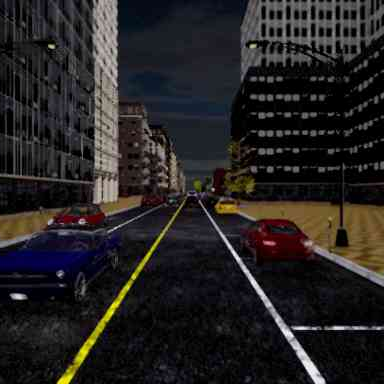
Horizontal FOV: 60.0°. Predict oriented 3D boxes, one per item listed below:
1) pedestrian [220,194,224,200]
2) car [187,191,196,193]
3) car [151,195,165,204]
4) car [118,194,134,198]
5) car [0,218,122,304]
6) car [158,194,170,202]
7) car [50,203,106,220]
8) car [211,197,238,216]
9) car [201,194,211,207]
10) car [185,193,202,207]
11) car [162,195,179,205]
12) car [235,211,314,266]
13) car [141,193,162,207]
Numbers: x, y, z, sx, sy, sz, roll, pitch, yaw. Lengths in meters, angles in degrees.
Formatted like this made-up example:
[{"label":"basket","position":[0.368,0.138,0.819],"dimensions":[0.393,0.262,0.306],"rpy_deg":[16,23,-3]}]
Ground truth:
[{"label":"pedestrian","position":[2.999,1.108,32.760],"dimensions":[0.375,1.860,0.375],"rpy_deg":[0,0,0]},{"label":"car","position":[-0.002,0.887,62.065],"dimensions":[2.150,2.045,5.566],"rpy_deg":[0,0,0]},{"label":"car","position":[-5.689,1.238,56.537],"dimensions":[1.887,1.381,4.507],"rpy_deg":[0,0,0]},{"label":"car","position":[-17.469,1.071,88.699],"dimensions":[4.206,1.307,1.802],"rpy_deg":[0,0,0]},{"label":"car","position":[-3.101,1.553,8.152],"dimensions":[1.895,1.301,4.718],"rpy_deg":[0,0,0]},{"label":"car","position":[-5.690,1.205,67.914],"dimensions":[1.947,1.339,4.313],"rpy_deg":[0,0,0]},{"label":"car","position":[-5.686,1.343,16.713],"dimensions":[1.967,1.590,4.097],"rpy_deg":[0,0,0]},{"label":"car","position":[2.999,1.286,29.764],"dimensions":[1.801,1.575,5.366],"rpy_deg":[0,0,0]},{"label":"car","position":[2.659,1.315,45.133],"dimensions":[1.947,1.339,4.313],"rpy_deg":[0,0,0]},{"label":"car","position":[0.019,1.254,45.401],"dimensions":[1.837,1.490,4.892],"rpy_deg":[0,0,0]},{"label":"car","position":[-3.071,1.208,52.034],"dimensions":[2.128,1.511,4.902],"rpy_deg":[0,0,0]},{"label":"car","position":[2.677,1.518,10.999],"dimensions":[1.802,1.307,4.206],"rpy_deg":[0,0,0]},{"label":"car","position":[-5.687,1.064,45.157],"dimensions":[2.192,1.841,5.009],"rpy_deg":[0,0,0]}]
